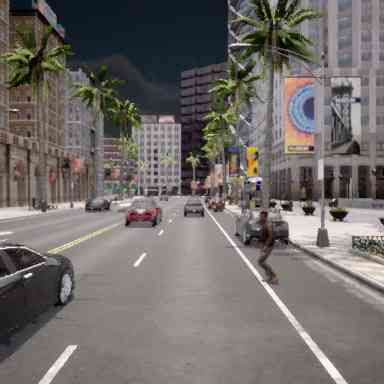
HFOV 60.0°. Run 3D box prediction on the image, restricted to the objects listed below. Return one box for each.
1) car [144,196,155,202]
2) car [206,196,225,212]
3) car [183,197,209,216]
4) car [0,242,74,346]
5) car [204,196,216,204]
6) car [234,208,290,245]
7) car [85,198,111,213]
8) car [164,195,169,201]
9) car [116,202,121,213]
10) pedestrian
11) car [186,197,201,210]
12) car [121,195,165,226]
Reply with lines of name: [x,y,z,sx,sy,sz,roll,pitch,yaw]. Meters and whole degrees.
car: [-9.967,1.515,77.806,1.895,1.301,4.718,0,0,1]
car: [3.214,1.354,44.880,2.185,1.767,4.553,0,0,0]
car: [0.185,1.492,32.049,2.128,1.511,4.902,0,0,0]
car: [-3.401,1.504,5.097,1.837,1.490,4.892,0,0,0]
car: [3.578,1.512,66.809,2.161,1.482,4.786,0,0,0]
car: [3.128,1.481,15.505,2.231,1.521,4.892,0,0,0]
car: [-10.499,1.477,37.345,1.882,1.535,5.008,0,0,0]
car: [-6.473,1.428,77.372,1.837,1.490,4.892,0,0,1]
car: [-7.002,1.525,36.780,1.812,1.442,4.674,0,0,0]
pedestrian: [1.836,1.294,8.192,0.375,1.860,0.375,0,0,0]
car: [0.221,1.504,44.504,1.837,1.490,4.892,0,0,0]
car: [-3.338,1.352,23.754,2.097,1.767,4.553,0,0,0]
